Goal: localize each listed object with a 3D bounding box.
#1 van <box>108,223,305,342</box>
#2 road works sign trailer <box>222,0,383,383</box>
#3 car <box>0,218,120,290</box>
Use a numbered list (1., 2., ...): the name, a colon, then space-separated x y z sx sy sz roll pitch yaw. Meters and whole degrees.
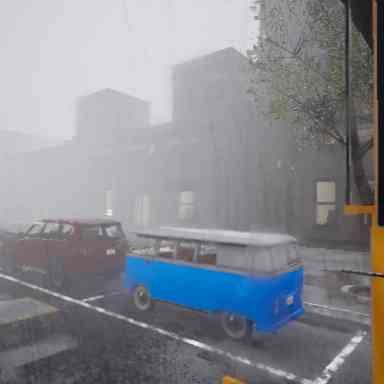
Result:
1. van: 0.258 1.669 6.932 3.998 1.788 1.690 -1 -3 39
2. road works sign trailer: 1.455 0.616 2.549 2.880 3.560 2.380 -1 -3 40
3. car: -4.033 1.728 10.450 5.009 1.841 2.192 -1 -3 39
